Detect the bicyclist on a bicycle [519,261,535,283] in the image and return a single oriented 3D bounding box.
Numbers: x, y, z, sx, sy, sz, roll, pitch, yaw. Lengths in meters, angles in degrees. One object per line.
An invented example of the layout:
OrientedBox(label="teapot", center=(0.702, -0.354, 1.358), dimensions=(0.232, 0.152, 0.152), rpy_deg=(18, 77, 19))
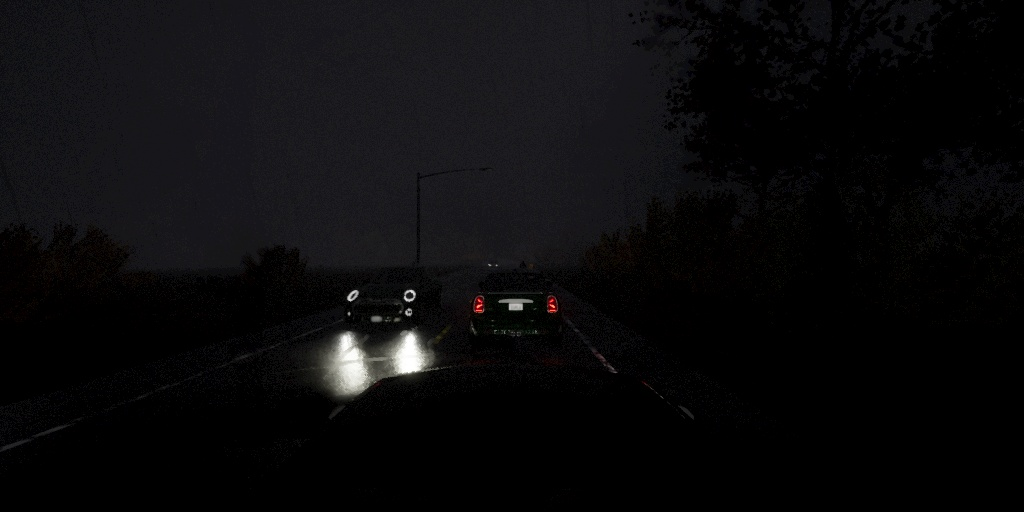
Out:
OrientedBox(label="bicyclist on a bicycle", center=(0.904, 1.180, 17.095), dimensions=(0.866, 1.612, 1.509), rpy_deg=(0, 0, 0))

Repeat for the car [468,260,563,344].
OrientedBox(label="car", center=(0.073, 1.099, 9.751), dimensions=(2.097, 1.767, 4.553), rpy_deg=(0, 0, 0))

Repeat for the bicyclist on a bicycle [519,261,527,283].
OrientedBox(label="bicyclist on a bicycle", center=(0.842, 1.193, 27.212), dimensions=(0.582, 1.620, 1.656), rpy_deg=(0, 0, 0))

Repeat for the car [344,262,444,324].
OrientedBox(label="car", center=(-3.636, 1.098, 11.835), dimensions=(2.097, 1.767, 4.553), rpy_deg=(0, 0, 0))
